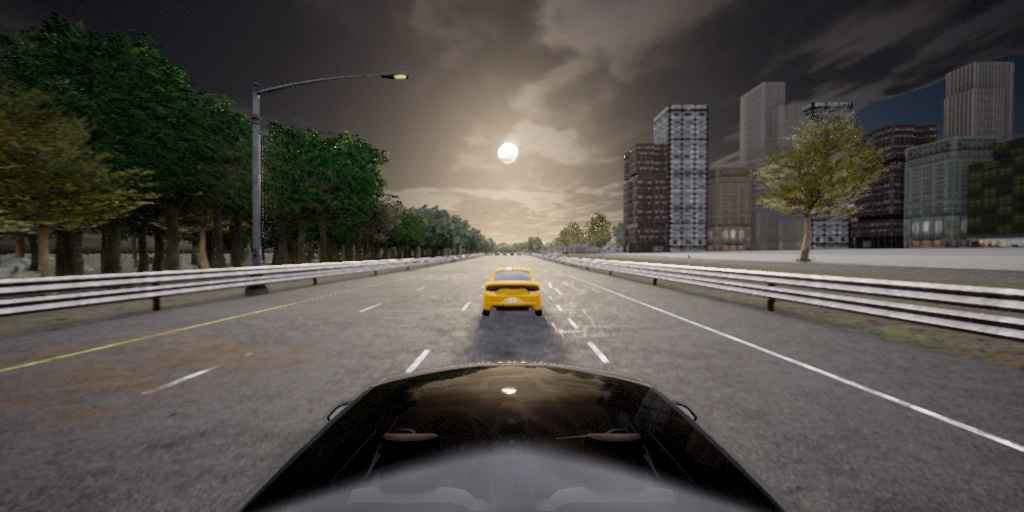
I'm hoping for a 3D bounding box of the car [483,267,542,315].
[{"bbox_3d":[0.010,1.134,13.187,1.882,1.535,5.008,0,1,0],"label":"car"}]
